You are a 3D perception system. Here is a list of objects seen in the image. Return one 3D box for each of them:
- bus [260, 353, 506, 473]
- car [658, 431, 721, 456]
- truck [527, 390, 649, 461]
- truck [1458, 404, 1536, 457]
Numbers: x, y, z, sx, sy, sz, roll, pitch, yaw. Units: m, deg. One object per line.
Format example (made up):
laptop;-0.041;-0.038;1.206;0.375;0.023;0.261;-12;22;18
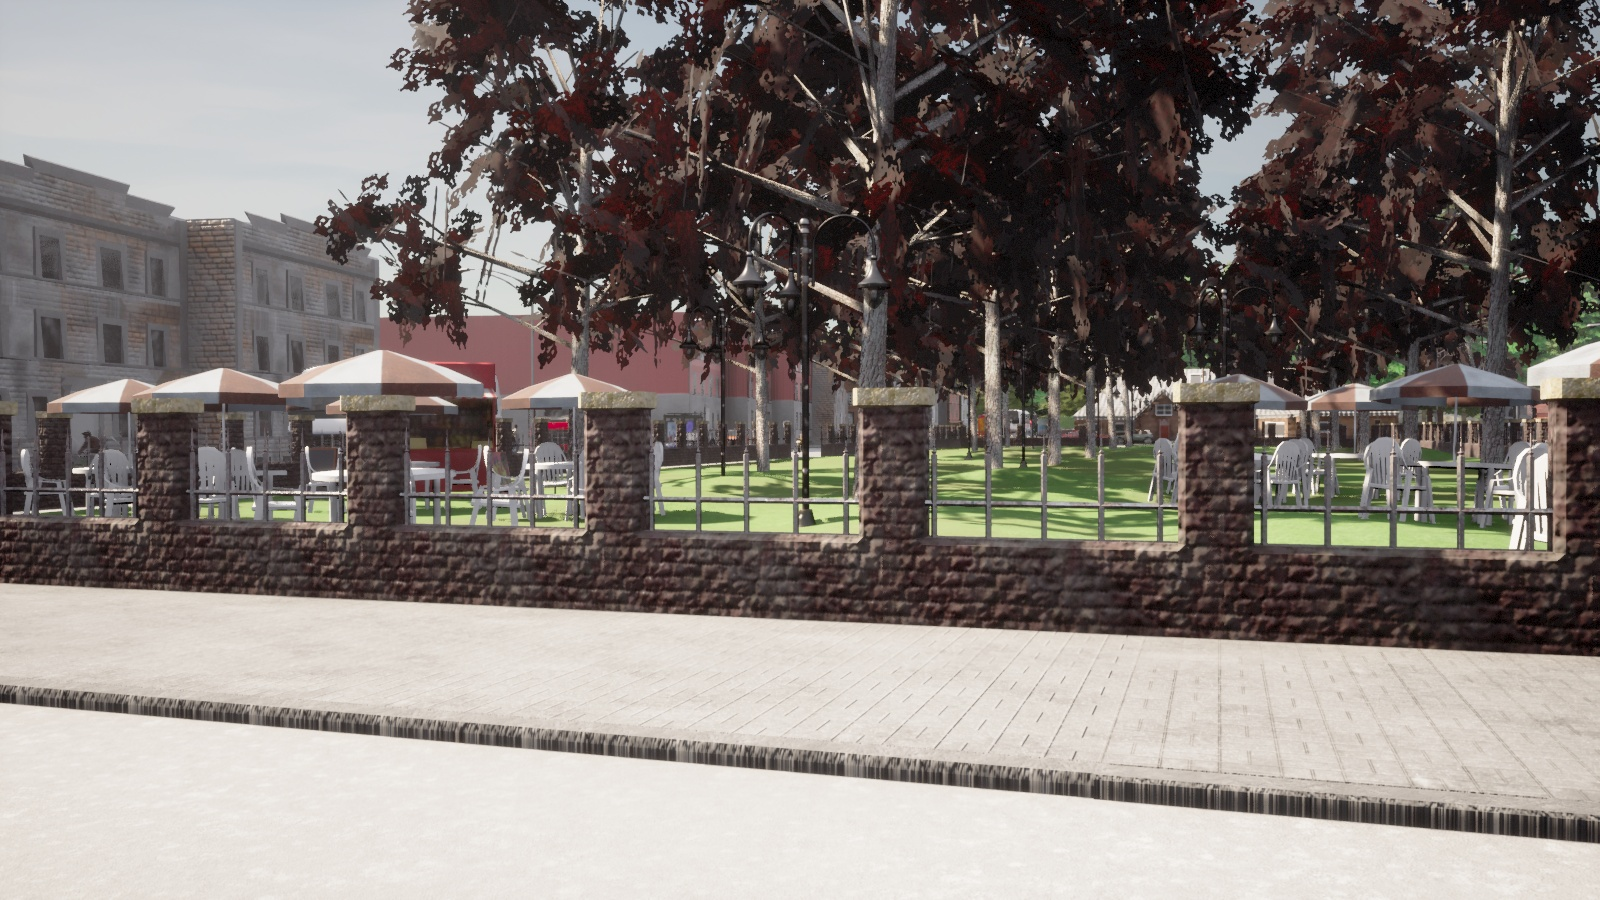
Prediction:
bus;-16.169;-1.410;49.950;3.944;4.253;10.273;1;1;18
car;-6.830;-0.449;78.026;2.163;1.488;4.792;1;1;18
truck;-10.947;-1.248;65.664;2.891;3.462;7.936;1;1;18
truck;47.844;-1.360;86.422;2.891;3.462;7.936;0;1;15
